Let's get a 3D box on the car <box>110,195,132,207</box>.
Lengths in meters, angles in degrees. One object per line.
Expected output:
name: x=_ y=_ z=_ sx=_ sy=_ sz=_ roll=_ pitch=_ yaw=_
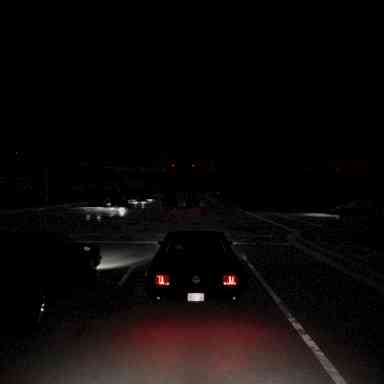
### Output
car: x=-10.583 y=1.530 z=48.689 sx=1.895 sy=1.301 sz=4.718 roll=0 pitch=0 yaw=0

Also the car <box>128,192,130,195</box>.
car: x=-14.024 y=1.254 z=64.223 sx=2.128 sy=1.511 sz=4.902 roll=0 pitch=1 yaw=1

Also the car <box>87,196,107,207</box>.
car: x=-14.084 y=1.429 z=49.496 sx=1.837 sy=1.490 sz=4.892 roll=0 pitch=1 yaw=0

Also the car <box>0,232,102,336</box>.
car: x=-3.419 y=1.547 z=6.812 sx=2.033 sy=1.411 sz=5.357 roll=0 pitch=0 yaw=0

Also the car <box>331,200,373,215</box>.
car: x=16.161 y=1.526 z=32.830 sx=4.674 sy=1.442 sz=1.812 roll=0 pitch=0 yaw=-2

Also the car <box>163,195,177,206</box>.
car: x=-3.391 y=1.254 z=52.034 sx=2.097 sy=1.767 sz=4.553 roll=0 pitch=1 yaw=0

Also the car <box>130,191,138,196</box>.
car: x=-13.988 y=0.727 z=79.755 sx=2.150 sy=2.045 sz=5.566 roll=0 pitch=1 yaw=0

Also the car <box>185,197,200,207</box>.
car: x=0.108 y=1.423 z=48.680 sx=2.128 sy=1.511 sz=4.902 roll=0 pitch=0 yaw=0

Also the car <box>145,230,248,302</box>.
car: x=0.084 y=1.601 z=8.193 sx=1.895 sy=1.301 sz=4.718 roll=0 pitch=0 yaw=0

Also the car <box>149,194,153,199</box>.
car: x=-10.488 y=1.067 z=79.139 sx=1.994 sy=1.385 sz=4.181 roll=0 pitch=1 yaw=0

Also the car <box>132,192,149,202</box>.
car: x=-10.494 y=1.212 z=68.214 sx=1.837 sy=1.490 sz=4.892 roll=0 pitch=1 yaw=0
